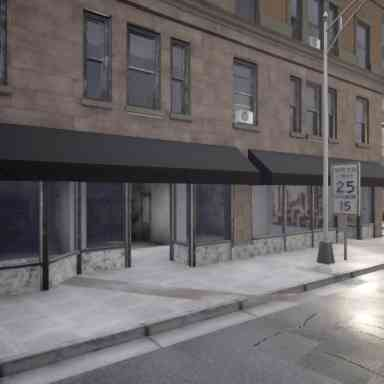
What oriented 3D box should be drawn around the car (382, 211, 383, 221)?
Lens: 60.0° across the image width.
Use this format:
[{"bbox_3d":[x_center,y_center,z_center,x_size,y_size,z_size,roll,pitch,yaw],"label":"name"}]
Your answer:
[{"bbox_3d":[14.912,1.599,22.151,1.895,1.301,4.718,0,0,-40],"label":"car"}]
